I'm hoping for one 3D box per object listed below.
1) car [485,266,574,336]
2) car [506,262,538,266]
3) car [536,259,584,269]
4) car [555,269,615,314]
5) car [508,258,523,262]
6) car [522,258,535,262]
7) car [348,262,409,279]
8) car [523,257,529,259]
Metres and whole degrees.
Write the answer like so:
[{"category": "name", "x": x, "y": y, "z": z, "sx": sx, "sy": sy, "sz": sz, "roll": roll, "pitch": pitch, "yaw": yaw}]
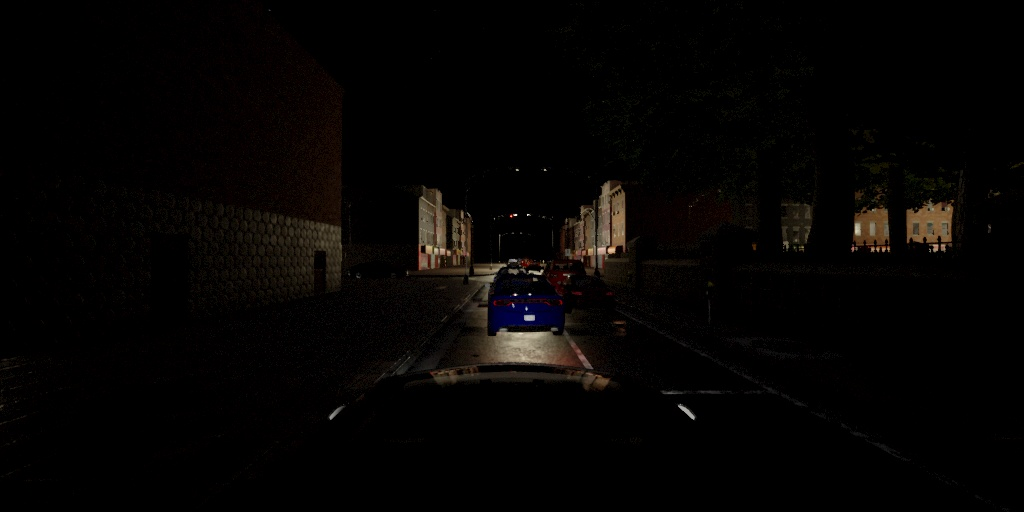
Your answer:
[{"category": "car", "x": 0.231, "y": 1.230, "z": 10.478, "sx": 1.882, "sy": 1.535, "sz": 5.008, "roll": 0, "pitch": 0, "yaw": -4}, {"category": "car", "x": 0.081, "y": 1.236, "z": 18.007, "sx": 1.882, "sy": 1.535, "sz": 5.008, "roll": 0, "pitch": 0, "yaw": 1}, {"category": "car", "x": 2.650, "y": 1.074, "z": 18.960, "sx": 2.192, "sy": 1.841, "sz": 5.009, "roll": 0, "pitch": 0, "yaw": 0}, {"category": "car", "x": 2.646, "y": 1.336, "z": 13.511, "sx": 1.802, "sy": 1.307, "sz": 4.207, "roll": 0, "pitch": 0, "yaw": 0}, {"category": "car", "x": 0.143, "y": 1.322, "z": 55.284, "sx": 2.128, "sy": 1.511, "sz": 4.902, "roll": 0, "pitch": 0, "yaw": 0}, {"category": "car", "x": 2.668, "y": 1.350, "z": 45.389, "sx": 1.888, "sy": 1.381, "sz": 4.507, "roll": 0, "pitch": 0, "yaw": 0}, {"category": "car", "x": -11.307, "y": 1.245, "z": 30.544, "sx": 4.892, "sy": 1.490, "sz": 1.837, "roll": 0, "pitch": -1, "yaw": 0}, {"category": "car", "x": 2.680, "y": 1.395, "z": 61.701, "sx": 1.888, "sy": 1.381, "sz": 4.507, "roll": 0, "pitch": 0, "yaw": 0}]
